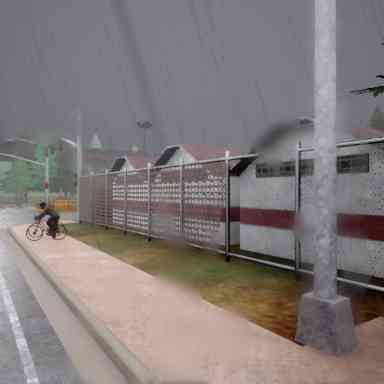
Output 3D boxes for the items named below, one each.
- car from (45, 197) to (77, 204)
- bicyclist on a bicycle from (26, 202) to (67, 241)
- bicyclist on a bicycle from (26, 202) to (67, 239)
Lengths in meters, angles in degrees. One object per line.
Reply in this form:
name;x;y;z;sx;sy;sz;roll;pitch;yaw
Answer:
car;-19.508;1.505;50.096;4.892;1.490;1.837;0;0;-35
bicyclist on a bicycle;-6.278;1.301;14.363;1.656;1.620;0.582;0;0;-14
bicyclist on a bicycle;-6.794;1.302;15.583;1.656;1.620;0.582;0;0;-39
